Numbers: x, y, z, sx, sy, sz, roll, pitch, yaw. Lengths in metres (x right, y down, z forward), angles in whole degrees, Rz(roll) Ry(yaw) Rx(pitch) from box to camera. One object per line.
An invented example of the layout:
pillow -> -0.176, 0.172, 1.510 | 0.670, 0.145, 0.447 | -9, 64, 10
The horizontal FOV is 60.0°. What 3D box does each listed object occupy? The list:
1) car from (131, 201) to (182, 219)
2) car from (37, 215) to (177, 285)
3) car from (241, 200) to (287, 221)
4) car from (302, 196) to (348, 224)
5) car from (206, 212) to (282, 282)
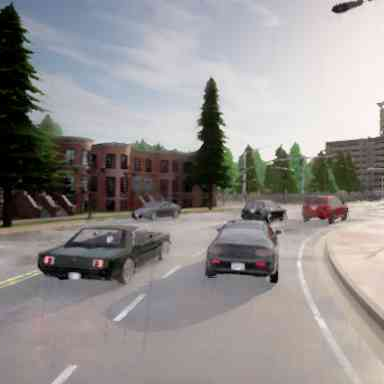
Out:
car -> -2.716, 1.453, 26.280 | 2.128, 1.511, 4.902 | 1, 0, 32
car -> -2.077, 1.573, 9.508 | 1.895, 1.301, 4.718 | 1, 0, 13
car -> 5.535, 1.396, 25.293 | 2.097, 1.767, 4.553 | 1, 0, 36
car -> 10.505, 1.317, 26.110 | 2.150, 2.045, 5.566 | 1, 0, 40
car -> 1.622, 1.537, 9.811 | 1.812, 1.442, 4.674 | 0, 0, 14
